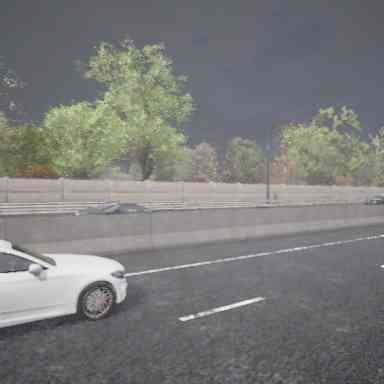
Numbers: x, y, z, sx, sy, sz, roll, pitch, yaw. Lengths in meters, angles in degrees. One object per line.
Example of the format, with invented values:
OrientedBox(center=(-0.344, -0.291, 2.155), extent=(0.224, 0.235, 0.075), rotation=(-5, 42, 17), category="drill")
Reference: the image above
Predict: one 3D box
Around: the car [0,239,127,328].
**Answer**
OrientedBox(center=(-3.418, 1.529, 5.605), extent=(4.674, 1.442, 1.812), rotation=(0, 0, -36), category="car")

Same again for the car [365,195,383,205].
OrientedBox(center=(28.288, 1.407, 49.896), extent=(5.566, 2.045, 2.150), rotation=(0, 0, -35), category="car")

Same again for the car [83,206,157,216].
OrientedBox(center=(-3.368, 1.630, 18.787), extent=(4.718, 1.301, 1.895), rotation=(0, 0, -36), category="car")

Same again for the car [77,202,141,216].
OrientedBox(center=(-4.656, 1.511, 22.167), extent=(5.008, 1.535, 1.882), rotation=(0, 0, -35), category="car")
